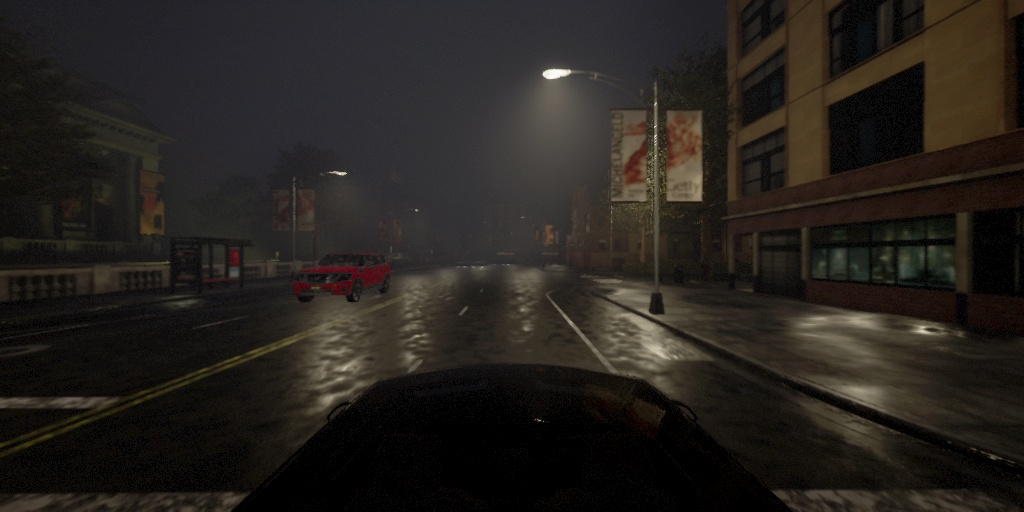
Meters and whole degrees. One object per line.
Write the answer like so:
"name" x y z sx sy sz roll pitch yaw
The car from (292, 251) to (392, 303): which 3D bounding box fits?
"car" -7.002 0.779 15.543 2.150 2.045 5.566 0 0 0
